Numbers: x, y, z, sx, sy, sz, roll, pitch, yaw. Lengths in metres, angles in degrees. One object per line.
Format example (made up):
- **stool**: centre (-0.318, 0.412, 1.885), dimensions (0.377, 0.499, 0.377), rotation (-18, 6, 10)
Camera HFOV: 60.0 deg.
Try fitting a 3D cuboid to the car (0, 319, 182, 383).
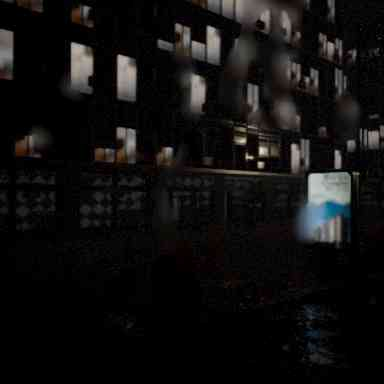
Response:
- **car**: centre (-1.954, 1.556, 1.678), dimensions (4.181, 1.385, 1.994), rotation (1, 0, -35)
